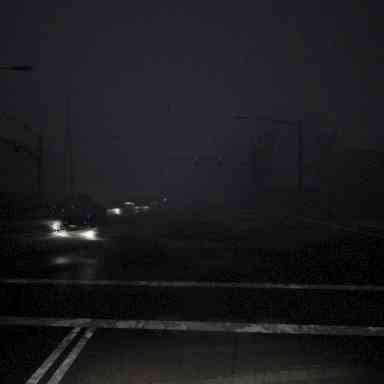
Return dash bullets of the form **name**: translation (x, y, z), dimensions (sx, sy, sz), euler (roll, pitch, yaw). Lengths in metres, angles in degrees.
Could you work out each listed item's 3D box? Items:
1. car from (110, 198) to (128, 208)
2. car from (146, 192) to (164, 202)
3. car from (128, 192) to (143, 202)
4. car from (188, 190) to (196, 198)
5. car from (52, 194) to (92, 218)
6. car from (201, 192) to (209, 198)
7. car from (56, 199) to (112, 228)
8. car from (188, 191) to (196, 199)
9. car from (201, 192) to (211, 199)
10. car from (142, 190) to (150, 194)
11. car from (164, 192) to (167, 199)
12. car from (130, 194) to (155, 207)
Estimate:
- **car**: translation (-10.657, 1.469, 46.117), dimensions (1.895, 1.301, 4.718), euler (0, 1, 0)
- **car**: translation (-7.123, 1.172, 63.874), dimensions (2.033, 1.411, 5.357), euler (0, 1, 1)
- **car**: translation (-10.642, 1.242, 60.707), dimensions (1.994, 1.385, 4.181), euler (0, 1, 0)
- **car**: translation (-0.108, 0.505, 87.758), dimensions (2.097, 1.767, 4.553), euler (0, 1, 0)
- **car**: translation (-10.637, 1.202, 30.254), dimensions (2.150, 2.045, 5.566), euler (0, 0, 0)
- **car**: translation (3.392, 0.673, 87.796), dimensions (1.812, 1.442, 4.674), euler (0, 1, 0)
- **car**: translation (-7.119, 1.469, 22.584), dimensions (1.882, 1.535, 5.008), euler (0, 0, 0)
- **car**: translation (-0.093, 0.913, 76.848), dimensions (2.033, 1.411, 5.357), euler (0, 1, 0)
- **car**: translation (3.406, 0.968, 76.833), dimensions (1.895, 1.301, 4.718), euler (0, 1, 0)
- **car**: translation (-10.593, 0.612, 76.110), dimensions (2.150, 2.045, 5.566), euler (0, 1, 0)
- **car**: translation (-7.097, 0.786, 79.393), dimensions (1.882, 1.535, 5.008), euler (0, 1, 0)
- **car**: translation (-7.159, 1.383, 48.584), dimensions (2.033, 1.411, 5.357), euler (0, 1, 0)
